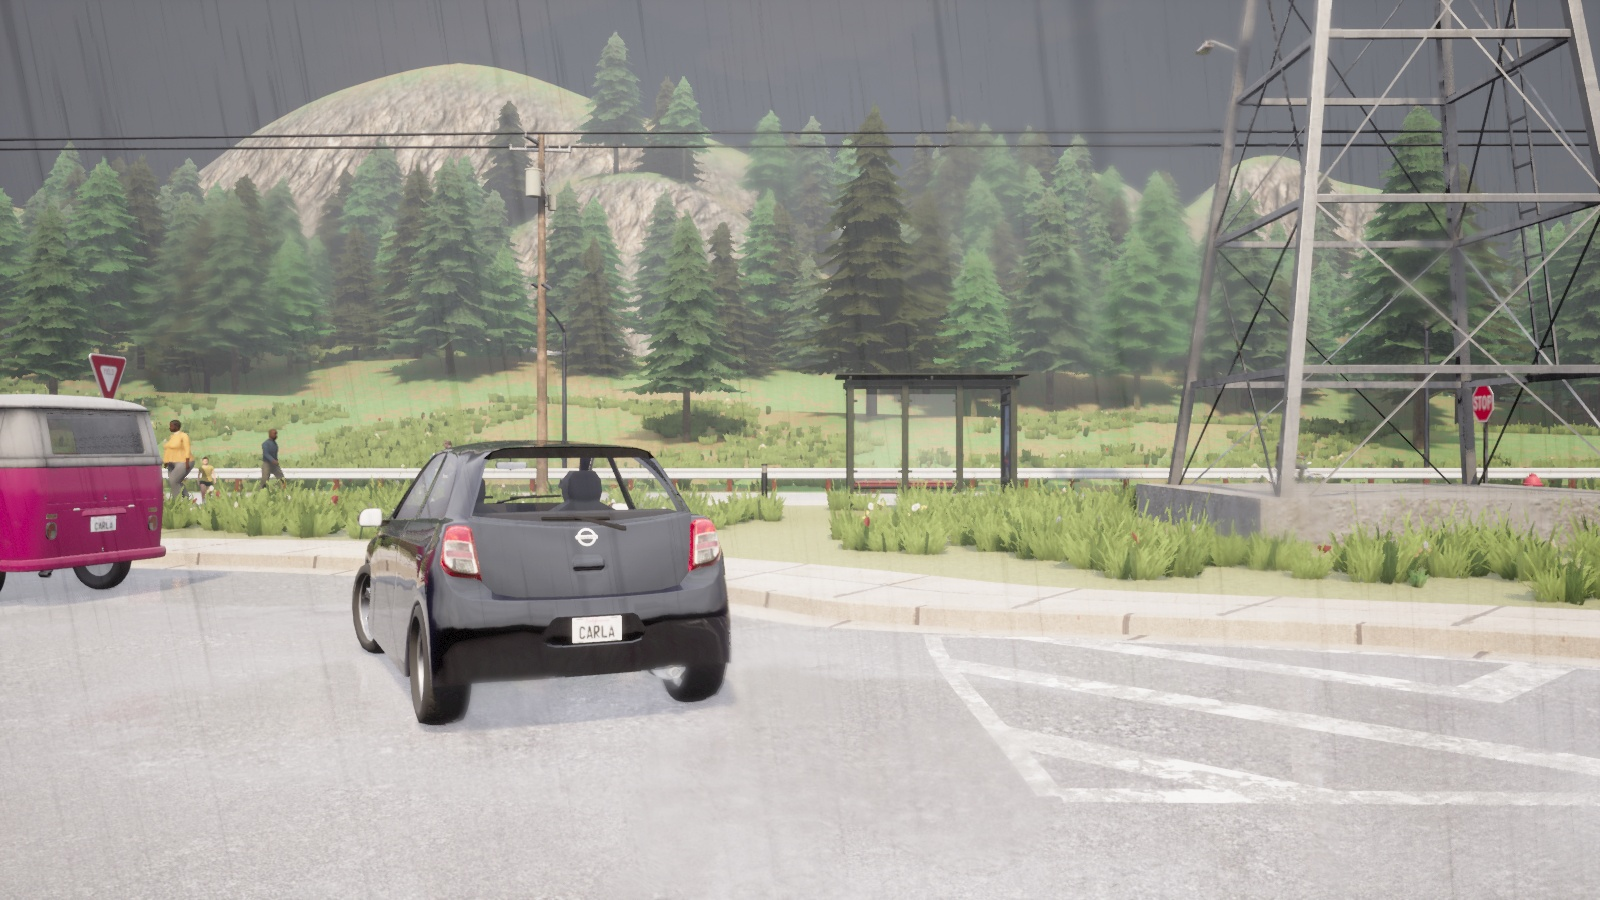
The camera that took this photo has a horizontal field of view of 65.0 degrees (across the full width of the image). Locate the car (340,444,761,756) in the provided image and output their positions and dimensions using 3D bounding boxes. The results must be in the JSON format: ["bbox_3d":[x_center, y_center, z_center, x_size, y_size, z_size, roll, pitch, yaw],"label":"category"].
[{"bbox_3d":[-1.817,0.713,8.088,1.845,1.501,3.633,0,0,-25],"label":"car"}]

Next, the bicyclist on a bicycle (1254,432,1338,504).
[{"bbox_3d":[12.482,0.449,31.643,1.843,1.776,0.659,0,0,1],"label":"bicyclist on a bicycle"}]

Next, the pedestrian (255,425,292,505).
[{"bbox_3d":[-12.151,0.348,28.993,0.726,1.835,0.370,0,0,20],"label":"pedestrian"}]

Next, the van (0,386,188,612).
[{"bbox_3d":[-8.610,0.422,12.534,4.442,1.987,1.775,0,0,16],"label":"van"}]

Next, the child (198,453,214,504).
[{"bbox_3d":[-12.887,0.613,27.247,0.255,1.110,0.394,0,0,-18],"label":"child"}]

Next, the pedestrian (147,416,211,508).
[{"bbox_3d":[-12.891,0.244,26.080,0.874,1.855,0.900,0,0,40],"label":"pedestrian"}]
